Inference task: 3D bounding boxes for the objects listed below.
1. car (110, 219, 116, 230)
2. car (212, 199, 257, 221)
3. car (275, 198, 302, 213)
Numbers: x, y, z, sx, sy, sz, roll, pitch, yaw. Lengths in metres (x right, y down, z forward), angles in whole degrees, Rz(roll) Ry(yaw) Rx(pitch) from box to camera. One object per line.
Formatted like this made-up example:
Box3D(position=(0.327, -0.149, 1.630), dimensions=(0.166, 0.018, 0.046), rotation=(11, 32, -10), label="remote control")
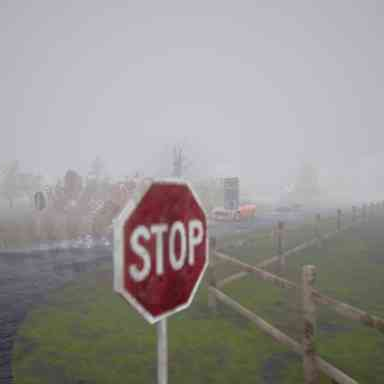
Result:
Box3D(position=(-2.411, 1.669, 19.307), dimensions=(1.895, 1.301, 4.718), rotation=(-1, 0, 36), label="car")
Box3D(position=(3.542, 1.393, 27.482), dimensions=(2.097, 1.767, 4.553), rotation=(-1, 0, 36), label="car")
Box3D(position=(11.013, 1.521, 37.738), dimensions=(1.837, 1.490, 4.892), rotation=(-1, 0, 36), label="car")
